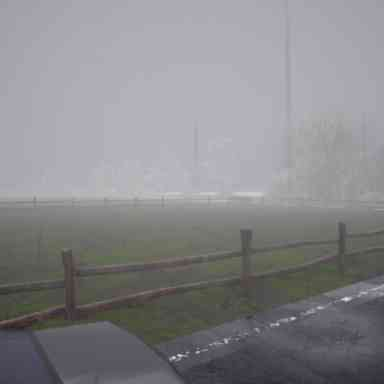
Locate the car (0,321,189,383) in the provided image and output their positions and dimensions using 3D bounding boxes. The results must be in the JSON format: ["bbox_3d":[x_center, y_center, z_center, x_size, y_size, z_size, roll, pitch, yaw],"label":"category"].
[{"bbox_3d":[-2.409,1.549,1.352,5.357,1.411,2.033,0,0,-36],"label":"car"}]

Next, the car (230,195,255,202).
[{"bbox_3d":[9.046,1.214,59.253,1.895,1.301,4.718,-1,1,-35],"label":"car"}]
